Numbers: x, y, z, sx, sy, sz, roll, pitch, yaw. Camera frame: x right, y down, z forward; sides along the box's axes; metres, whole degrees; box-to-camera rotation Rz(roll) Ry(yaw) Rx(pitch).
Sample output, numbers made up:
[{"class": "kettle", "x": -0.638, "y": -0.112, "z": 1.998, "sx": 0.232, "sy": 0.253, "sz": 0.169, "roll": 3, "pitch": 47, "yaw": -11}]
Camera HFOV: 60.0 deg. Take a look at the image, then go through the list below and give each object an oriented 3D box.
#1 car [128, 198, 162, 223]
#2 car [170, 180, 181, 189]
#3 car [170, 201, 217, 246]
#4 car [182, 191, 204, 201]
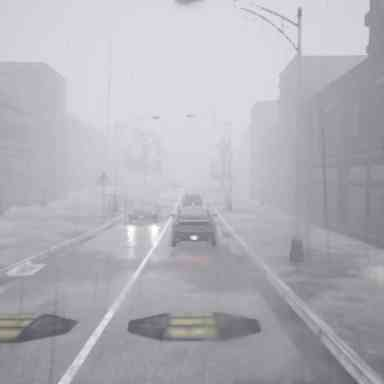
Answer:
[{"class": "car", "x": -3.128, "y": 1.188, "z": 22.834, "sx": 1.812, "sy": 1.442, "sz": 4.674, "roll": 0, "pitch": 2, "yaw": 0}, {"class": "car", "x": -3.095, "y": -1.407, "z": 63.435, "sx": 1.837, "sy": 1.490, "sz": 4.892, "roll": 0, "pitch": 4, "yaw": 0}, {"class": "car", "x": 0.077, "y": 1.412, "z": 14.913, "sx": 1.837, "sy": 1.490, "sz": 4.892, "roll": 0, "pitch": 1, "yaw": 0}, {"class": "car", "x": 0.061, "y": 0.647, "z": 32.637, "sx": 1.837, "sy": 1.490, "sz": 4.892, "roll": 0, "pitch": 4, "yaw": 0}]
